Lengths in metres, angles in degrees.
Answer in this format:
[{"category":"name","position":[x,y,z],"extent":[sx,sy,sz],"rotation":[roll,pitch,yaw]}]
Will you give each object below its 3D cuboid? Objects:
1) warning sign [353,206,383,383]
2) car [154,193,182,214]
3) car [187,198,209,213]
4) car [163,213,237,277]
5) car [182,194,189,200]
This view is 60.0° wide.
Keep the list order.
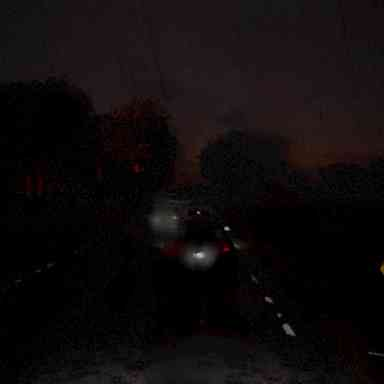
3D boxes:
[{"category":"warning sign","position":[2.709,1.129,3.678],"extent":[1.300,1.860,1.060],"rotation":[1,1,1]},{"category":"car","position":[-2.519,1.137,34.134],"extent":[2.150,2.045,5.566],"rotation":[0,0,1]},{"category":"car","position":[0.629,1.529,31.415],"extent":[1.895,1.301,4.718],"rotation":[0,0,1]},{"category":"car","position":[0.246,1.566,10.285],"extent":[1.994,1.385,4.181],"rotation":[0,0,1]},{"category":"car","position":[-1.693,1.222,75.592],"extent":[2.128,1.511,4.902],"rotation":[0,0,1]}]
